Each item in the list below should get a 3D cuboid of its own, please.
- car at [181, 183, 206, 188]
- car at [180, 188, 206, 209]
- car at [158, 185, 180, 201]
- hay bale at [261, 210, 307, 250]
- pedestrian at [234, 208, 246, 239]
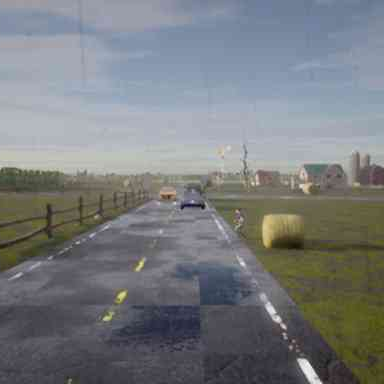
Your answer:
[{"bbox_3d":[0.450,-0.127,40.376,2.150,2.045,5.566,0,2,6],"label":"car"},{"bbox_3d":[0.064,0.642,27.490,1.994,1.385,4.181,0,2,0],"label":"car"},{"bbox_3d":[-2.752,0.204,38.289,1.882,1.535,5.008,0,2,0],"label":"car"},{"bbox_3d":[3.133,1.266,11.492,1.220,1.180,1.240,1,3,0],"label":"hay bale"},{"bbox_3d":[1.857,1.145,12.672,0.375,1.300,0.375,-1,3,3],"label":"pedestrian"}]
